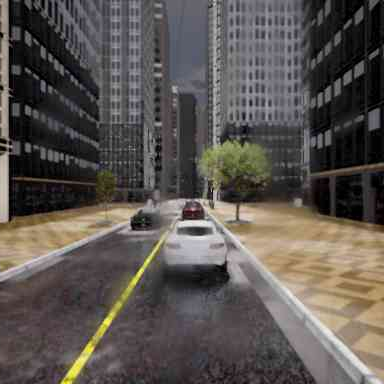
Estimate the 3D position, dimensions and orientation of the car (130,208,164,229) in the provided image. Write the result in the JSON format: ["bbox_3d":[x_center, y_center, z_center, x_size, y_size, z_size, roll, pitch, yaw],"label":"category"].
[{"bbox_3d":[-3.101,1.829,23.504,1.895,1.301,4.718,0,-1,0],"label":"car"}]

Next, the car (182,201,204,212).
[{"bbox_3d":[0.099,1.675,32.921,2.097,1.767,4.553,0,-1,0],"label":"car"}]

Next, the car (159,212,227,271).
[{"bbox_3d":[0.094,1.632,11.140,1.812,1.442,4.674,0,0,0],"label":"car"}]
